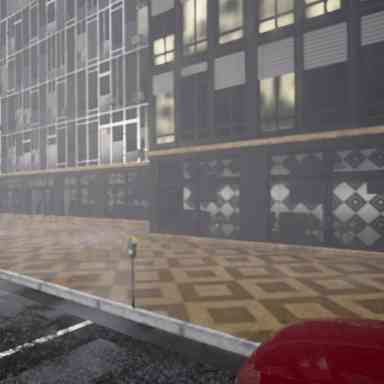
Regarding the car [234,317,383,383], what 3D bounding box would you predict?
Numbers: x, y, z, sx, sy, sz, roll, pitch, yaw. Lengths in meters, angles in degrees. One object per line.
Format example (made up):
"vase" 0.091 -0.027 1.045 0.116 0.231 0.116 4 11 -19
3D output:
"car" 2.453 1.321 1.142 5.009 1.841 2.192 0 -1 36
